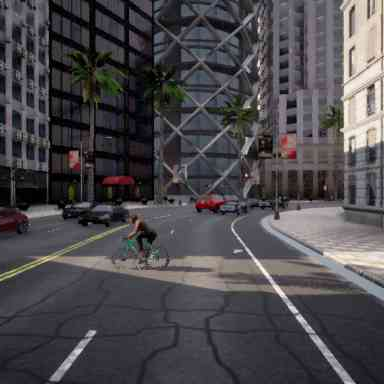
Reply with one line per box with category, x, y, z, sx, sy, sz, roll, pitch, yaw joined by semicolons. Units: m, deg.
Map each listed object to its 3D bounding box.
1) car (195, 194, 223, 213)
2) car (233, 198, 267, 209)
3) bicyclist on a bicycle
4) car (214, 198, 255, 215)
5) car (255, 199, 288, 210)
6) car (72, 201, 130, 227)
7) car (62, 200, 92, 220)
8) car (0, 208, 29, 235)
car;2.322;1.221;37.130;2.150;2.045;5.566;0;0;27
car;7.974;1.547;45.684;2.033;1.411;5.357;0;0;42
bicyclist on a bicycle;-1.493;1.455;9.556;1.656;1.620;0.582;-2;0;2
car;4.411;1.548;33.599;2.033;1.411;5.357;0;0;25
car;10.589;1.547;43.222;2.033;1.411;5.357;0;0;41
car;-5.863;1.548;22.935;2.033;1.411;5.357;0;0;8
car;-8.776;1.479;27.704;1.882;1.535;5.008;0;0;12
car;-9.906;1.526;16.392;1.812;1.442;4.674;0;0;4
